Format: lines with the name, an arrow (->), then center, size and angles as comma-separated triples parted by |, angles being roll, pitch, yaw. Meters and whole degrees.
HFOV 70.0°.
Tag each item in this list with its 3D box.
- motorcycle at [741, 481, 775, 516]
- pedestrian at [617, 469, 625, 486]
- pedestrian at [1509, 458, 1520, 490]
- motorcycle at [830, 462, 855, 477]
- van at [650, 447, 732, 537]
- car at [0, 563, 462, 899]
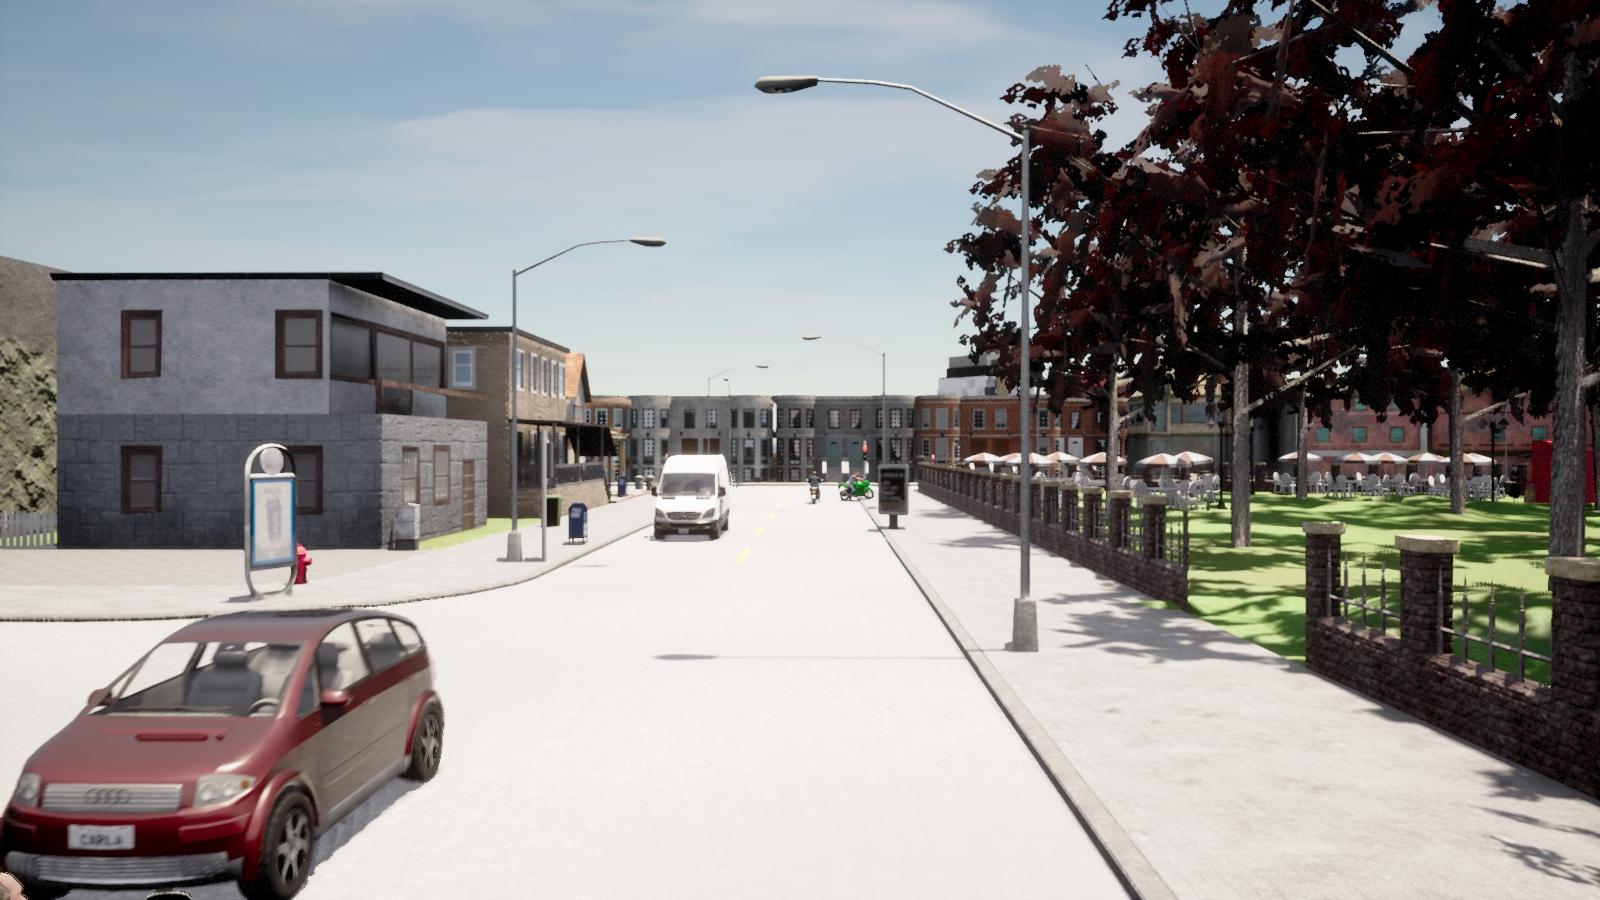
motorcycle -> -1.677, 1.897, 45.064 | 0.867, 1.251, 2.209 | 0, 0, -15
pedestrian -> -12.051, 1.860, 76.865 | 0.500, 1.100, 0.500 | 0, 0, 1
pedestrian -> 41.679, 1.395, 66.659 | 0.375, 1.860, 0.375 | 0, 0, 1
motorcycle -> 3.779, 1.744, 101.150 | 2.033, 1.145, 0.803 | -5, -1, 27
van -> -3.393, 1.236, 36.734 | 1.988, 2.561, 5.915 | 0, 1, 1
car -> -3.939, 1.787, 8.350 | 1.789, 1.549, 3.705 | 0, 0, 1
